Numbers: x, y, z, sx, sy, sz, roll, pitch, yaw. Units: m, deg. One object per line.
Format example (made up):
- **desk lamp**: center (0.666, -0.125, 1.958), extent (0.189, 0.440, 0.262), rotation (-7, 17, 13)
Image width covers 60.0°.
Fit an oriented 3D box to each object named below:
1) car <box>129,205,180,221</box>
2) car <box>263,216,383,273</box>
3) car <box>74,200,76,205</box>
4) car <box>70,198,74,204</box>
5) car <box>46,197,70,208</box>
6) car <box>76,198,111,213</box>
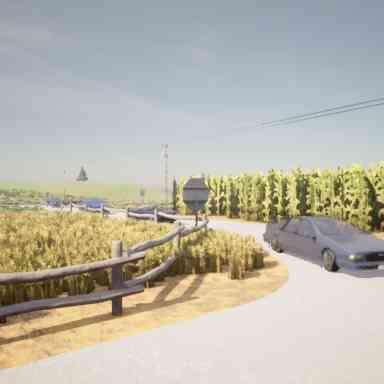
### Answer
- **car**: center (-2.791, 1.601, 23.745), extent (1.895, 1.301, 4.718), rotation (0, 0, -35)
- **car**: center (4.271, 1.547, 11.120), extent (2.033, 1.411, 5.357), rotation (0, 0, -14)
- **car**: center (-14.279, 1.525, 45.785), extent (1.812, 1.442, 4.674), rotation (0, 0, -35)
- **car**: center (-20.538, 1.600, 53.598), extent (4.718, 1.301, 1.895), rotation (0, 0, 33)
- **car**: center (-19.487, 1.515, 47.528), extent (1.882, 1.535, 5.008), rotation (0, 0, -35)
- **car**: center (-9.846, 1.477, 33.735), extent (1.882, 1.535, 5.008), rotation (0, 0, -35)
